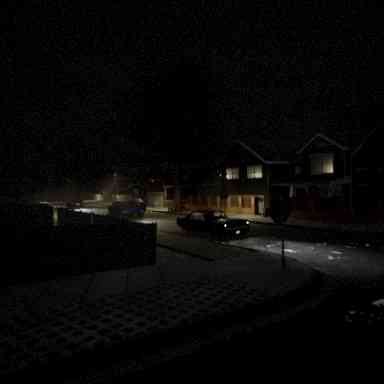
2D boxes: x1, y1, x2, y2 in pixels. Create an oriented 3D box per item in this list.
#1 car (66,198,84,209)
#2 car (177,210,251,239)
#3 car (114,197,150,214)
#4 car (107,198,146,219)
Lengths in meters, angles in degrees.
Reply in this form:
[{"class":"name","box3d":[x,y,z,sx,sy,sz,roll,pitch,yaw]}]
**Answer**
[{"class":"car","box3d":[-16.960,1.567,48.161,2.128,1.511,4.902,-3,1,-29]},{"class":"car","box3d":[1.077,1.677,18.333,1.895,1.301,4.718,-3,2,-33]},{"class":"car","box3d":[-6.561,1.428,35.919,2.128,1.511,4.902,-3,1,-31]},{"class":"car","box3d":[-5.920,1.543,29.230,1.882,1.535,5.008,-3,2,-32]}]
